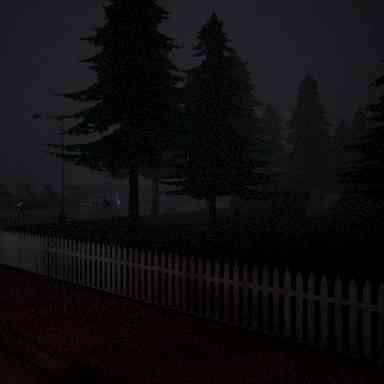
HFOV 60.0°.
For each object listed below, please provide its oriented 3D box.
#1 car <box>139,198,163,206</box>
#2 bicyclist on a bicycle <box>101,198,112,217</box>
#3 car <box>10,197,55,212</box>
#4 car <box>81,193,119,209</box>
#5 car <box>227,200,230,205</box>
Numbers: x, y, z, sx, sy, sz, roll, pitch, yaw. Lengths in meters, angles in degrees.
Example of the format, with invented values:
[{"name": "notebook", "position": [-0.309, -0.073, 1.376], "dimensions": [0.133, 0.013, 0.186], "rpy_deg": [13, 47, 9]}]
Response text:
[{"name": "car", "position": [-6.790, 1.491, 54.083], "dimensions": [2.128, 1.511, 4.902], "rpy_deg": [0, 0, 35]}, {"name": "bicyclist on a bicycle", "position": [-7.164, 1.302, 27.826], "dimensions": [1.656, 1.620, 0.582], "rpy_deg": [0, 0, 34]}, {"name": "car", "position": [-18.020, 1.352, 37.618], "dimensions": [2.097, 1.767, 4.553], "rpy_deg": [0, 0, 34]}, {"name": "car", "position": [-12.526, 1.221, 45.694], "dimensions": [2.150, 2.045, 5.566], "rpy_deg": [0, 0, 34]}, {"name": "car", "position": [4.672, 1.478, 51.986], "dimensions": [1.882, 1.535, 5.008], "rpy_deg": [0, 0, 34]}]
